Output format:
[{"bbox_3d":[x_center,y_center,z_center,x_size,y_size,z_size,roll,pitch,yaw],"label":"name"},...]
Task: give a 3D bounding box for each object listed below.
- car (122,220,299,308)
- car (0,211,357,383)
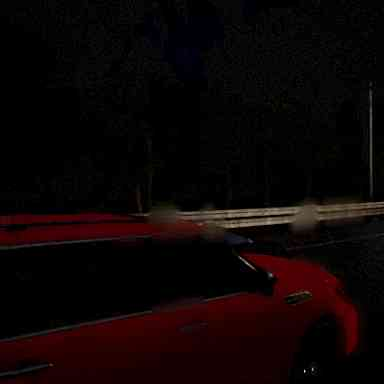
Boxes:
[{"bbox_3d":[0.589,1.564,8.472,4.181,1.385,1.994,0,0,-36],"label":"car"},{"bbox_3d":[-0.686,1.222,3.259,5.566,2.045,2.150,0,0,-36],"label":"car"}]
